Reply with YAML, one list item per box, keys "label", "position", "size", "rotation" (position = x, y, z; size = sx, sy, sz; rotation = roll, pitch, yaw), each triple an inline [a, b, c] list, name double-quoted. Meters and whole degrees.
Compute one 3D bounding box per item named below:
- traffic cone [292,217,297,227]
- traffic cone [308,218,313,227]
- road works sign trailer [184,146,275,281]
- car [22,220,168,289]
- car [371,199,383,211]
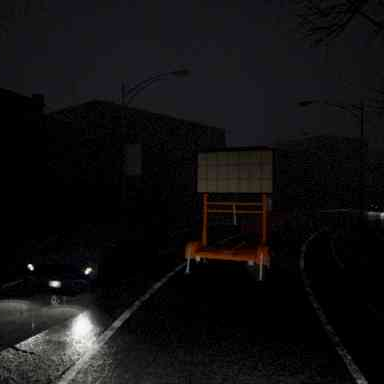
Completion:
- label: "traffic cone"
  position: [6.748, 1.967, 21.914]
  size: [0.340, 0.580, 0.340]
  rotation: [1, 0, 23]
- label: "traffic cone"
  position: [7.669, 1.979, 21.525]
  size: [0.340, 0.580, 0.340]
  rotation: [1, 0, 23]
- label: "road works sign trailer"
  position: [1.319, 0.460, 10.119]
  size: [2.380, 3.560, 2.880]
  rotation: [0, 0, 21]
- label: "car"
  position: [-2.233, 1.529, 9.514]
  size: [2.033, 1.411, 5.357]
  rotation: [0, 0, 14]
- label: "car"
  position: [23.706, 1.618, 40.159]
  size: [4.892, 1.490, 1.837]
  rotation: [1, 0, -28]
